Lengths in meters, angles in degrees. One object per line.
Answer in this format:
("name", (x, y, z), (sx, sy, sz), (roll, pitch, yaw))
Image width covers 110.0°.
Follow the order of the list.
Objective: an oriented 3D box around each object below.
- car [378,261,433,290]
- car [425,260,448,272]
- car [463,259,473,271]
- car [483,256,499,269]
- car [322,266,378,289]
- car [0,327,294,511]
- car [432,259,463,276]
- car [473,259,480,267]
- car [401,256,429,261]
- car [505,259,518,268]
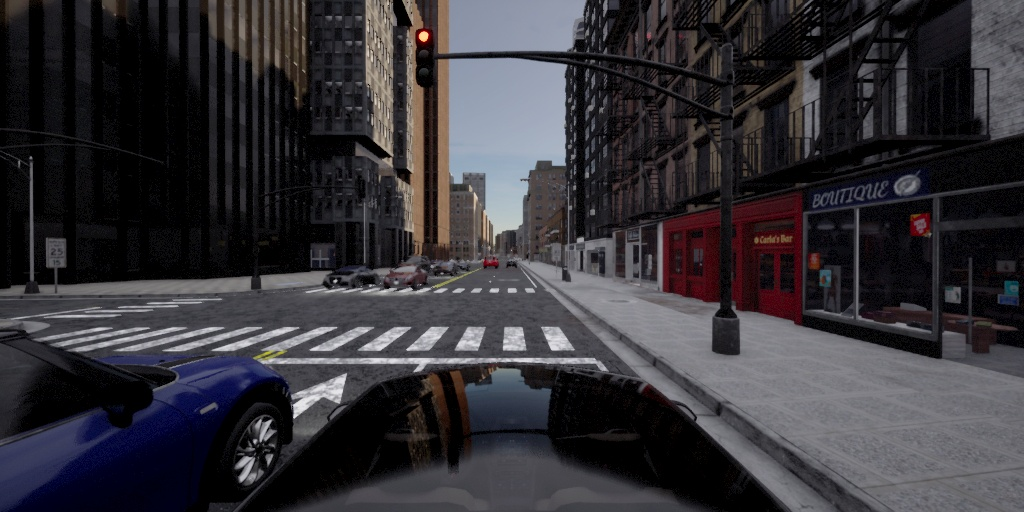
("car", (-6.660, 1.278, 22.932), (1.812, 1.442, 4.674), (0, 0, 0))
("car", (-9.980, 1.251, 47.723), (2.128, 1.511, 4.902), (0, 0, 0))
("car", (-6.725, 1.324, 47.706), (1.994, 1.385, 4.181), (0, 0, 0))
("car", (-3.420, 0.984, 58.052), (2.150, 2.045, 5.566), (0, 0, 0))
("car", (-10.281, 1.316, 23.185), (1.994, 1.385, 4.181), (0, 0, 5))
("car", (-3.145, 1.102, 1.592), (2.097, 1.767, 4.553), (0, 0, 0))
("car", (-6.701, 1.304, 36.870), (2.033, 1.411, 5.357), (0, 0, 0))
("car", (-6.686, 1.164, 62.984), (1.895, 1.301, 4.718), (0, 0, 0))
("car", (-9.949, 0.980, 36.911), (2.150, 2.045, 5.566), (0, 0, 0))
("car", (-0.083, 1.268, 61.835), (1.837, 1.490, 4.892), (0, 0, 0))
